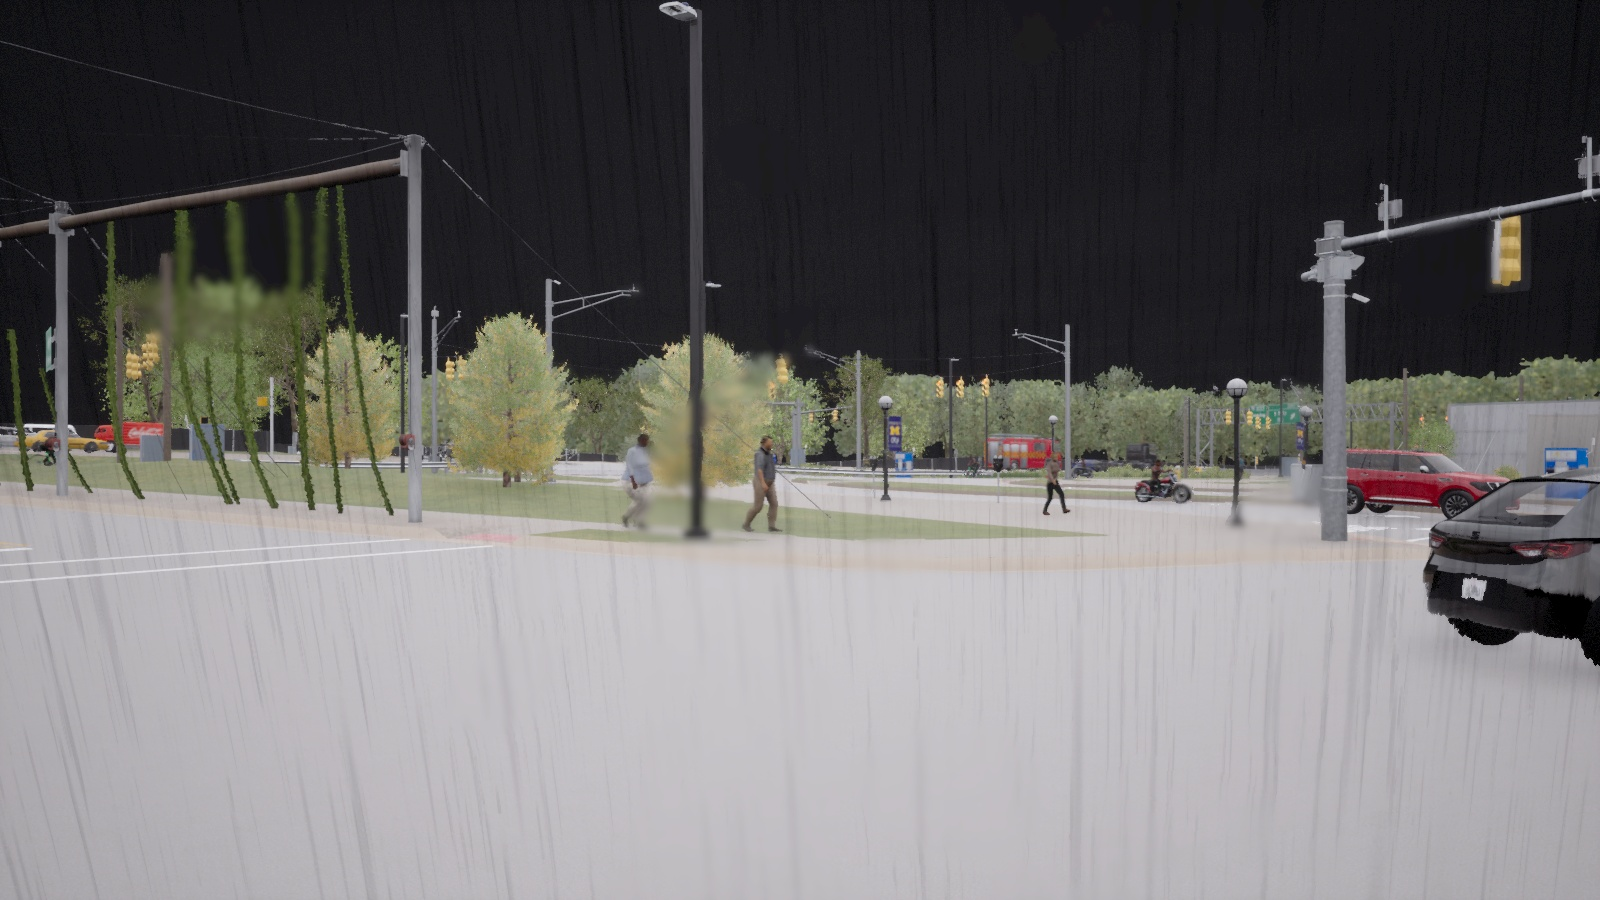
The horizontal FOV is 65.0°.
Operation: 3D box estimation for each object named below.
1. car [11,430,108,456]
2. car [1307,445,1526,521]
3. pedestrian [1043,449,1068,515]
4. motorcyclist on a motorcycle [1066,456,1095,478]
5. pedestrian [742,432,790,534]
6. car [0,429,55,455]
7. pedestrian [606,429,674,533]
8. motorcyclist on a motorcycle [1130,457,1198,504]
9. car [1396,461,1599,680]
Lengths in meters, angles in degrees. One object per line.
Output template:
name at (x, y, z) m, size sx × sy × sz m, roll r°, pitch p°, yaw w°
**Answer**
car at (-48.361, -0.425, 82.037) m, size 5.366 × 1.575 × 1.801 m, roll 1°, pitch -1°, yaw -34°
car at (18.649, 0.938, 38.240) m, size 2.150 × 2.045 × 5.566 m, roll 0°, pitch 1°, yaw -38°
pedestrian at (7.169, 0.891, 35.218) m, size 0.331 × 1.846 × 0.634 m, roll 0°, pitch 0°, yaw -34°
motorcyclist on a motorcycle at (21.260, 1.315, 95.149) m, size 2.350 × 1.649 × 0.766 m, roll 1°, pitch -1°, yaw -33°
pedestrian at (-0.621, 0.603, 23.102) m, size 0.694 × 1.848 × 0.540 m, roll 0°, pitch 0°, yaw 32°
car at (-52.336, -0.548, 83.596) m, size 4.611 × 1.667 × 2.242 m, roll 1°, pitch -1°, yaw -34°
pedestrian at (-2.920, 0.560, 22.983) m, size 0.900 × 1.855 × 0.874 m, roll 0°, pitch 0°, yaw 25°
motorcyclist on a motorcycle at (13.130, 1.083, 45.396) m, size 0.766 × 1.649 × 2.350 m, roll 0°, pitch -1°, yaw -38°
car at (7.125, 0.819, 9.727) m, size 4.193 × 1.474 × 1.816 m, roll -1°, pitch -1°, yaw -7°
